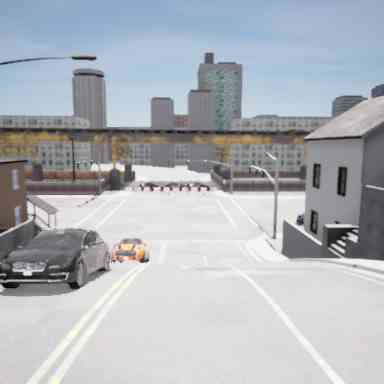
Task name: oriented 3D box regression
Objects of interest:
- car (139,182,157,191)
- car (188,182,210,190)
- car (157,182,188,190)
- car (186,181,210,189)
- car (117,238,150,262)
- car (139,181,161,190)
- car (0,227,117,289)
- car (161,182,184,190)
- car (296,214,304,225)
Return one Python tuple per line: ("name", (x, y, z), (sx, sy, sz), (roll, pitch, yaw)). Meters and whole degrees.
("car", (-8.635, -1.175, 68.474), (4.974, 1.542, 2.038), (7, 11, 42))
("car", (1.328, -1.257, 69.400), (4.974, 1.542, 2.038), (4, 9, 28))
("car", (-4.028, -1.164, 68.546), (4.974, 1.542, 2.038), (-6, 10, -37))
("car", (1.283, -1.416, 69.402), (4.536, 1.218, 1.853), (4, 9, 28))
("car", (-4.074, 3.874, 22.411), (2.097, 1.767, 4.553), (0, -12, -2))
("car", (-8.673, -1.336, 68.488), (4.536, 1.218, 1.853), (7, 11, 42))
("car", (-3.766, 1.841, 9.941), (1.837, 1.490, 4.892), (0, -6, -1))
("car", (-3.986, -1.324, 68.556), (4.536, 1.218, 1.853), (-6, 10, -37))
("car", (14.476, 3.097, 39.038), (4.181, 1.385, 1.994), (0, 8, -1))
